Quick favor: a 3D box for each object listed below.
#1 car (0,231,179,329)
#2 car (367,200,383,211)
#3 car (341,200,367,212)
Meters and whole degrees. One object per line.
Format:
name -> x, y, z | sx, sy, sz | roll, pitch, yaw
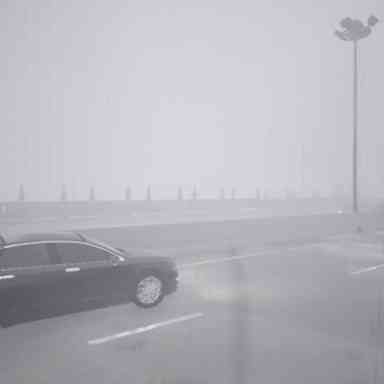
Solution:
car -> -2.533, 1.506, 6.240 | 4.892, 1.490, 1.837 | 0, 0, -36
car -> 21.683, 1.550, 36.640 | 4.892, 1.490, 1.837 | 0, 0, -35
car -> 19.478, 1.609, 39.364 | 4.181, 1.385, 1.994 | 0, 0, -35
